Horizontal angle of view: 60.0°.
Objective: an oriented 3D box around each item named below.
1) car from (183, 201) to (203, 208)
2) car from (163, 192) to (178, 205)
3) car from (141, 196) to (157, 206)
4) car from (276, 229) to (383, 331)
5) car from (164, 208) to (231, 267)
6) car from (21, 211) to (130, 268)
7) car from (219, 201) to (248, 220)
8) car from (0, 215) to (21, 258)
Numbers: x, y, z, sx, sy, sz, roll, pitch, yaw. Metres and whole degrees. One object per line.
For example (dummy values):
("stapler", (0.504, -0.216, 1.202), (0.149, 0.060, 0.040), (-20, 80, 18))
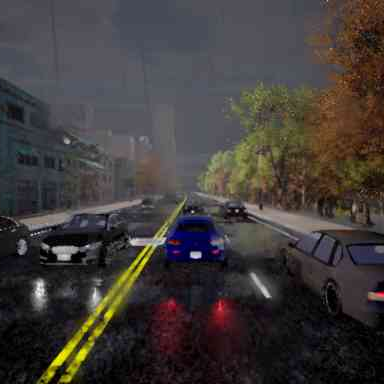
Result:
("car", (0.086, 1.470, 31.862), (1.895, 1.301, 4.718), (0, 0, 0))
("car", (-3.338, 1.005, 52.528), (2.150, 2.045, 5.566), (0, 0, 0))
("car", (-6.587, 1.353, 51.274), (1.994, 1.385, 4.181), (0, 0, 0))
("car", (3.347, 1.518, 7.179), (2.033, 1.411, 5.357), (0, 0, 0))
("car", (0.109, 1.480, 11.046), (1.812, 1.442, 4.674), (0, 0, 0))
("car", (-3.354, 1.445, 11.181), (2.128, 1.511, 4.902), (0, 0, 0))
("car", (3.338, 1.437, 27.141), (2.033, 1.411, 5.357), (0, 0, 0))
("car", (-6.604, 1.464, 9.804), (1.837, 1.490, 4.892), (0, 0, 0))
